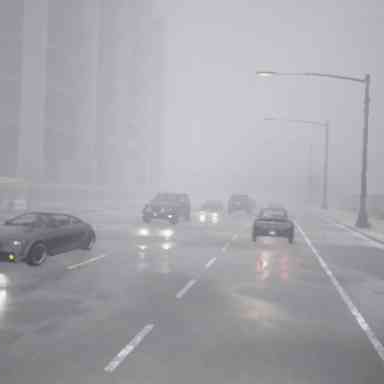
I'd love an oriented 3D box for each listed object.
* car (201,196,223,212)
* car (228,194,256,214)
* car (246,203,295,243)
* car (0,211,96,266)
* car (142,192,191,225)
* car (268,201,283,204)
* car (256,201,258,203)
[{"bbox_3d":[2.397,1.531,38.971,1.895,1.301,4.718,2,0,15],"label":"car"},{"bbox_3d":[5.164,1.268,35.323,2.150,2.045,5.566,2,0,15],"label":"car"},{"bbox_3d":[4.104,1.573,16.765,2.128,1.511,4.902,2,0,14],"label":"car"},{"bbox_3d":[-4.858,1.343,10.666,1.994,1.385,4.181,2,0,14],"label":"car"},{"bbox_3d":[-1.605,1.068,23.434,2.150,2.045,5.566,2,0,14],"label":"car"},{"bbox_3d":[10.489,1.777,41.919,1.994,1.385,4.181,2,0,14],"label":"car"},{"bbox_3d":[8.275,1.616,47.740,1.837,1.490,4.892,2,1,15],"label":"car"}]
